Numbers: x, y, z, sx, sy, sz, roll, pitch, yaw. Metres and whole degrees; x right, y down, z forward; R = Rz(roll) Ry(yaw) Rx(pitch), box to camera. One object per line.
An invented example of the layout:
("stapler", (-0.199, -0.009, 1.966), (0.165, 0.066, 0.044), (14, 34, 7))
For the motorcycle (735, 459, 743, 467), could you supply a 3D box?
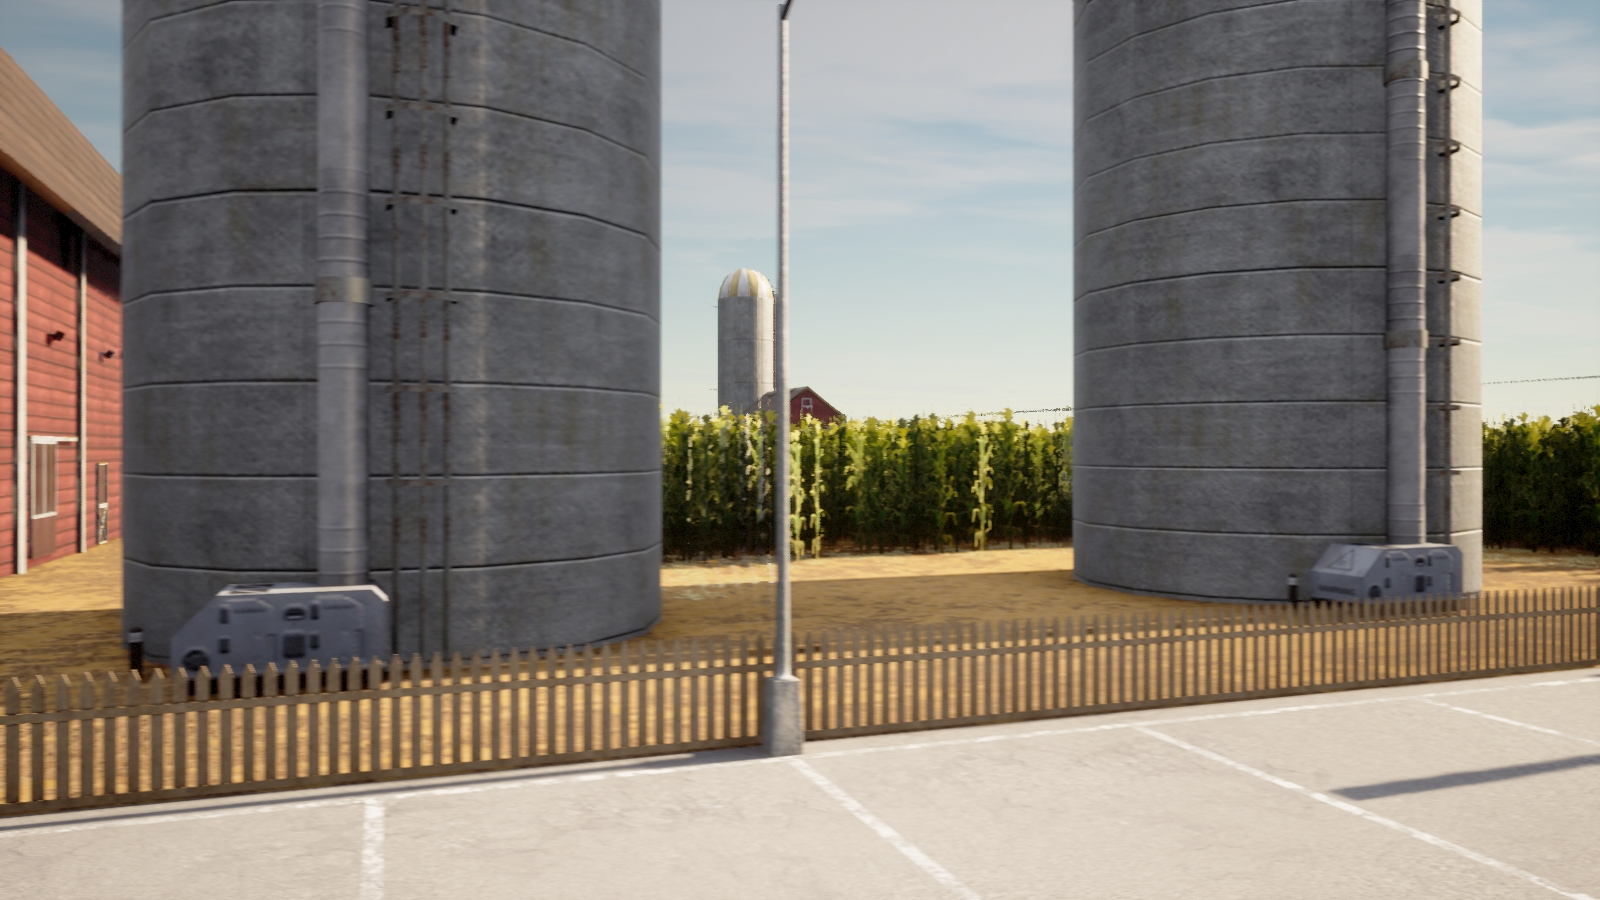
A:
("motorcycle", (-10.399, 2.154, 194.114), (0.764, 1.307, 2.356), (0, 0, -21))
